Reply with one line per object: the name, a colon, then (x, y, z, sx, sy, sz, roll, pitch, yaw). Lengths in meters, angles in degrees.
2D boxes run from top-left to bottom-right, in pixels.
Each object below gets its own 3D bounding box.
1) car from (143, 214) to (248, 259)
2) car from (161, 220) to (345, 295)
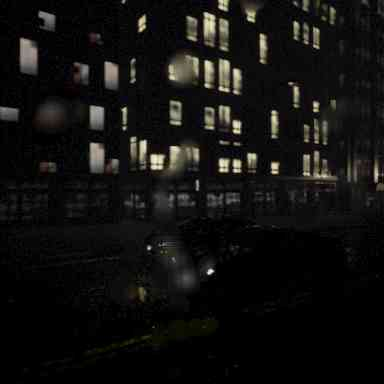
car: (0.601, 1.592, 12.099, 4.892, 1.490, 1.837, 1, -1, -35)
car: (2.045, 1.628, 9.138, 5.357, 1.411, 2.033, 1, 0, -36)
